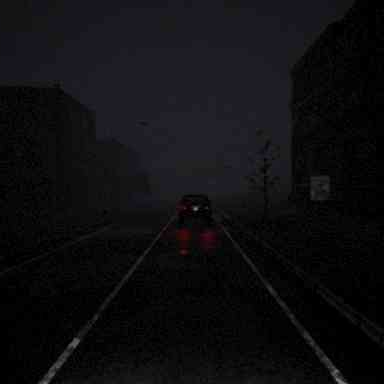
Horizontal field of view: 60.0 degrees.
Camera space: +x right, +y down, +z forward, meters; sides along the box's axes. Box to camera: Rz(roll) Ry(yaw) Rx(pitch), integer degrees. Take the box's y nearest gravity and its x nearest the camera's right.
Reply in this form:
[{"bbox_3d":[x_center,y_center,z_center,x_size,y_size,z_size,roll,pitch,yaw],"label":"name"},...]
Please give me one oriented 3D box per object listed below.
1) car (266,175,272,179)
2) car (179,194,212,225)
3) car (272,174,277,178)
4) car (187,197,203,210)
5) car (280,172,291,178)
[{"bbox_3d":[22.687,-4.124,91.345,2.002,1.452,4.674,0,1,-2],"label":"car"},{"bbox_3d":[0.245,1.137,23.322,2.150,2.045,5.566,0,0,0],"label":"car"},{"bbox_3d":[23.003,-4.044,85.806,2.097,1.535,5.008,0,1,-3],"label":"car"},{"bbox_3d":[0.363,1.375,41.637,1.812,1.442,4.674,0,0,0],"label":"car"},{"bbox_3d":[23.436,-4.049,80.298,2.185,1.767,4.553,0,1,-4],"label":"car"}]
